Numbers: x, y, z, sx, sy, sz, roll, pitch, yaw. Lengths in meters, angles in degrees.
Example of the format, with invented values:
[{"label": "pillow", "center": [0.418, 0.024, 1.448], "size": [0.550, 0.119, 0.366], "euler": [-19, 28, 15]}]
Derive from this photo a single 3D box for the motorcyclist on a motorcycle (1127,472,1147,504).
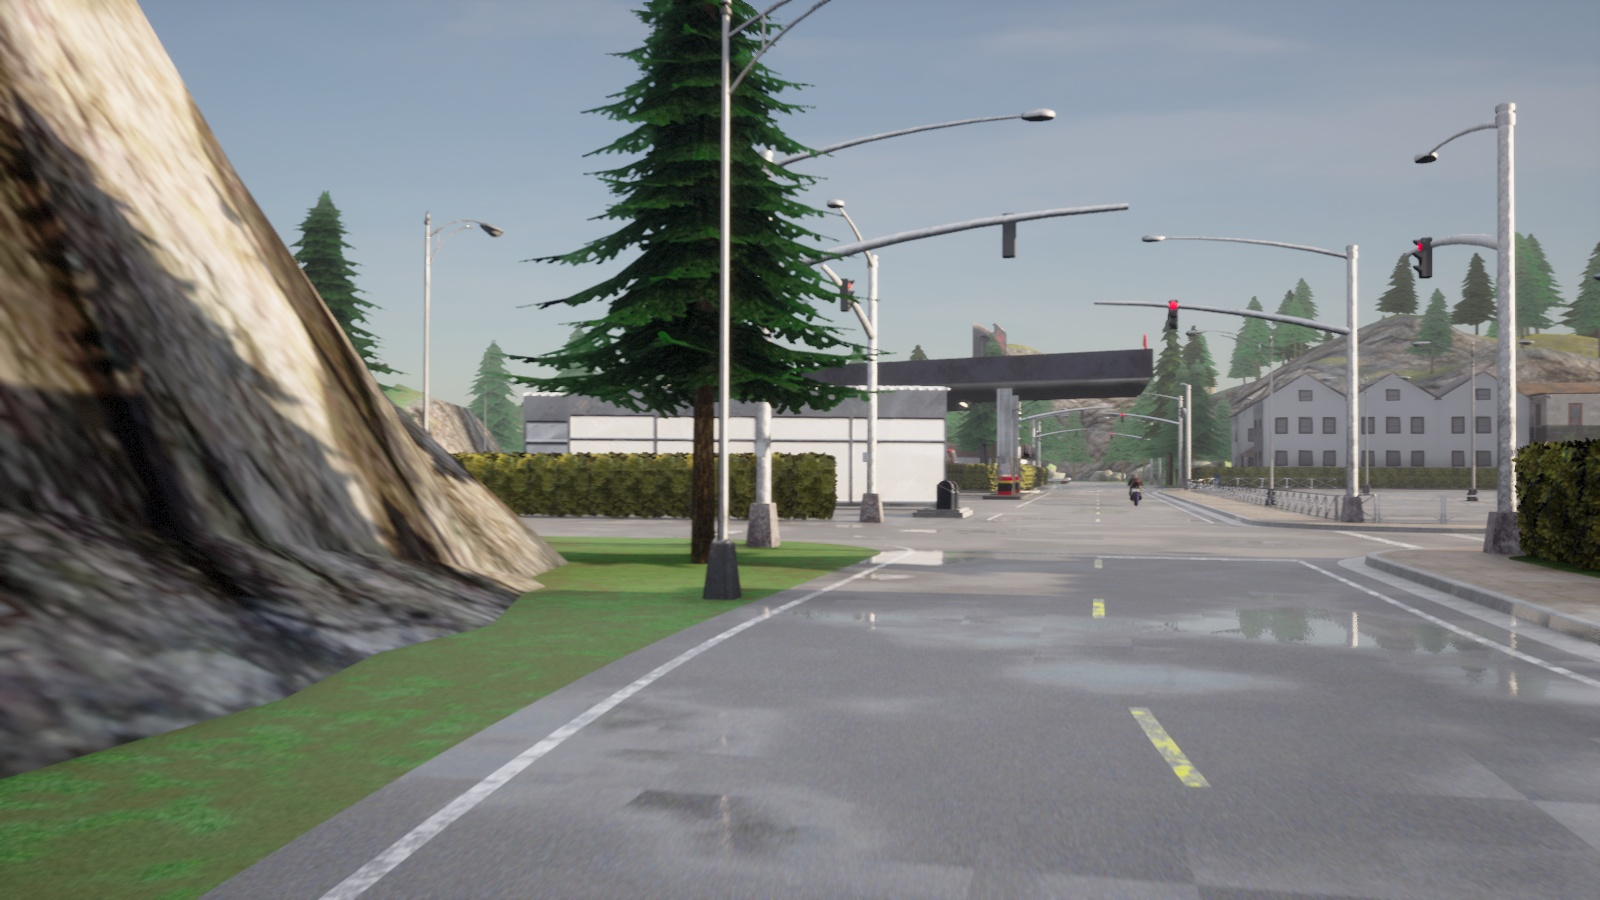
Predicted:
[{"label": "motorcyclist on a motorcycle", "center": [16.117, 1.807, 60.117], "size": [0.866, 1.530, 2.191], "euler": [0, -1, 13]}]
